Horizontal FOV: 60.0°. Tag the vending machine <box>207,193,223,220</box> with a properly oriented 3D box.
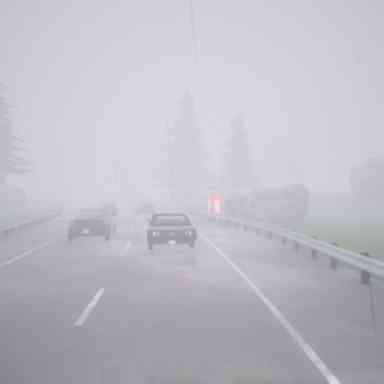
[{"bbox_3d":[1.829,1.109,26.471,1.100,2.100,0.880,0,0,-12],"label":"vending machine"}]

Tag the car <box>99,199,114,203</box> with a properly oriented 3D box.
[{"bbox_3d":[-8.311,1.447,32.328,1.812,1.442,4.674,0,0,-16],"label":"car"}]

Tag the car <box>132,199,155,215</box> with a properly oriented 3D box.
[{"bbox_3d":[-4.691,1.438,32.382,1.812,1.442,4.674,0,0,-16],"label":"car"}]

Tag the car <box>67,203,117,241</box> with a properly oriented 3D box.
[{"bbox_3d":[-4.821,1.487,16.353,1.812,1.442,4.674,0,0,-8],"label":"car"}]

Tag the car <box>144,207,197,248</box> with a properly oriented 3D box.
[{"bbox_3d":[-1.006,1.558,14.509,1.895,1.301,4.718,0,0,-7],"label":"car"}]
